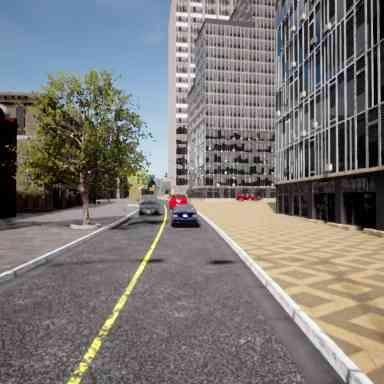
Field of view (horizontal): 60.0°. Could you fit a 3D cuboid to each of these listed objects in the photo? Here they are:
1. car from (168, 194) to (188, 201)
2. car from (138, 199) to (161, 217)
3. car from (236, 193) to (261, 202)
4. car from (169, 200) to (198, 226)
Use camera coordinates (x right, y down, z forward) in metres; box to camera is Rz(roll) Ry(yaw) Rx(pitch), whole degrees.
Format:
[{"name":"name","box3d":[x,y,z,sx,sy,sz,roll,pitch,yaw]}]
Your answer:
[{"name":"car","box3d":[-1.707,1.226,40.416,2.150,2.045,5.566,0,0,-5]},{"name":"car","box3d":[-3.983,1.482,31.569,1.882,1.535,5.008,0,0,-4]},{"name":"car","box3d":[11.590,1.212,68.747,5.009,1.841,2.192,0,-1,13]},{"name":"car","box3d":[-0.562,1.554,23.587,2.033,1.411,5.357,0,0,-3]}]
